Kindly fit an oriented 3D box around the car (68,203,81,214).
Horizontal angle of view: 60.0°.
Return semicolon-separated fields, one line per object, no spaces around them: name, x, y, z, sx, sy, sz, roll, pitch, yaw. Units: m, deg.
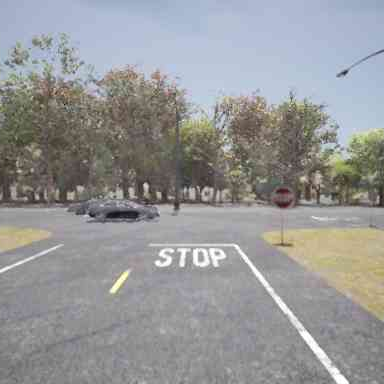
car;-8.307;1.269;30.155;5.357;1.411;2.033;0;1;0

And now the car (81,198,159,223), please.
car;-4.735;1.304;23.135;4.902;1.511;2.128;0;1;0
